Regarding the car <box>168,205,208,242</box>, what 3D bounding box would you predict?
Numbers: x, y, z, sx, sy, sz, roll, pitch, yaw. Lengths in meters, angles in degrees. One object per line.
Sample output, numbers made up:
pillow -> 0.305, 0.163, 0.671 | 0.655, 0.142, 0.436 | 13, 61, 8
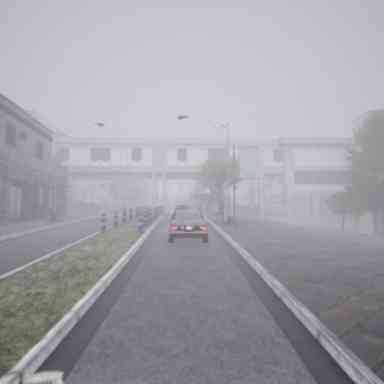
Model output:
car -> -0.217, 1.598, 16.598 | 2.033, 1.411, 5.357 | 0, 0, -2

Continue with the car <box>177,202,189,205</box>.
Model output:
car -> -1.119, 2.028, 40.207 | 1.837, 1.490, 4.892 | 0, -2, -2
